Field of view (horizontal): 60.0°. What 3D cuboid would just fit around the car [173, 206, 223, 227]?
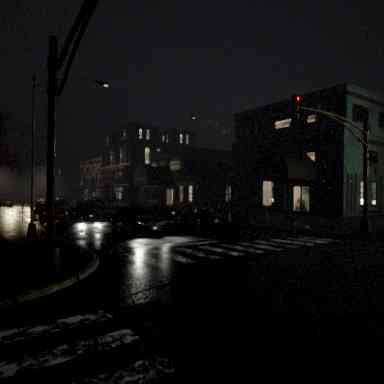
[{"bbox_3d":[0.409,1.698,24.088,2.008,1.369,4.403,1,-1,-35],"label":"car"}]

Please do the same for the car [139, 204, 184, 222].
[{"bbox_3d":[-2.714,1.739,28.593,1.947,1.339,4.313,1,-1,-35],"label":"car"}]

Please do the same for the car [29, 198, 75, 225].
[{"bbox_3d":[-10.416,1.492,24.542,1.967,1.590,4.097,1,-1,-35],"label":"car"}]

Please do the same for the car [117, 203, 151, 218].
[{"bbox_3d":[-5.837,1.781,33.096,1.802,1.307,4.206,1,-1,-35],"label":"car"}]

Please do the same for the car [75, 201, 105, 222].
[{"bbox_3d":[-8.827,1.661,27.028,1.994,1.385,4.181,1,-1,-35],"label":"car"}]

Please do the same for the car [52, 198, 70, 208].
[{"bbox_3d":[-22.402,1.776,56.761,1.967,1.590,4.097,1,-1,-35],"label":"car"}]

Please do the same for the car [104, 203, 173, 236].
[{"bbox_3d":[-3.157,1.577,18.890,1.812,1.442,4.674,1,-1,-33],"label":"car"}]

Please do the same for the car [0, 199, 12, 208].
[{"bbox_3d":[-29.191,1.737,51.845,1.752,1.417,4.829,1,-1,-35],"label":"car"}]

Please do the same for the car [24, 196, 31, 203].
[{"bbox_3d":[-38.216,1.786,79.571,2.192,1.841,5.009,1,-1,-35],"label":"car"}]

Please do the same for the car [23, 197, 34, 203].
[{"bbox_3d":[-41.380,2.049,84.131,2.008,1.369,4.403,1,-1,-35],"label":"car"}]

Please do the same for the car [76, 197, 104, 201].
[{"bbox_3d":[-12.844,1.572,43.127,2.192,1.841,5.009,1,-1,-35],"label":"car"}]
